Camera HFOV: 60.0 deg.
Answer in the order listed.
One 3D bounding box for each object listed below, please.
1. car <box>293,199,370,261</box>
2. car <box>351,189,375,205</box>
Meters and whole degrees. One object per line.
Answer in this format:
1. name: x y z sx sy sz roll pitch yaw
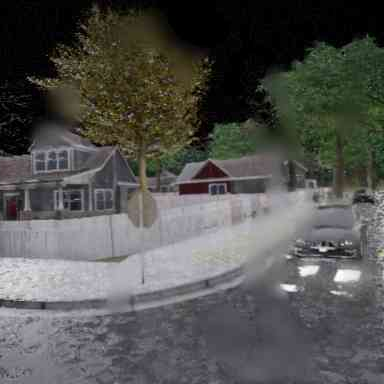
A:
1. car: 4.735 1.231 11.144 1.837 1.490 4.892 -3 1 30
2. car: 17.334 0.416 33.625 1.882 1.535 5.008 -3 0 29
